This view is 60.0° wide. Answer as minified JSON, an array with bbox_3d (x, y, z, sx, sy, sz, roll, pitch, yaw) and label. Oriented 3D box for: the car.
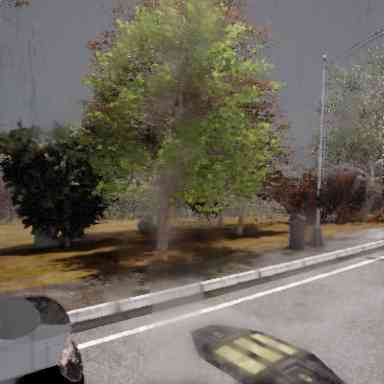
[{"bbox_3d":[-3.143,1.507,1.850,4.902,1.511,2.128,-1,0,-35],"label":"car"}]
